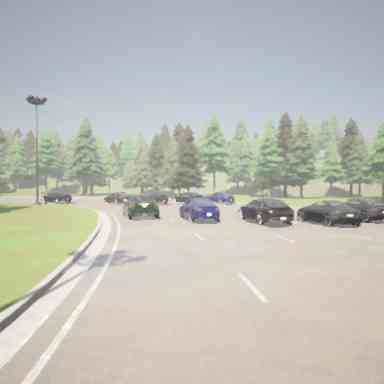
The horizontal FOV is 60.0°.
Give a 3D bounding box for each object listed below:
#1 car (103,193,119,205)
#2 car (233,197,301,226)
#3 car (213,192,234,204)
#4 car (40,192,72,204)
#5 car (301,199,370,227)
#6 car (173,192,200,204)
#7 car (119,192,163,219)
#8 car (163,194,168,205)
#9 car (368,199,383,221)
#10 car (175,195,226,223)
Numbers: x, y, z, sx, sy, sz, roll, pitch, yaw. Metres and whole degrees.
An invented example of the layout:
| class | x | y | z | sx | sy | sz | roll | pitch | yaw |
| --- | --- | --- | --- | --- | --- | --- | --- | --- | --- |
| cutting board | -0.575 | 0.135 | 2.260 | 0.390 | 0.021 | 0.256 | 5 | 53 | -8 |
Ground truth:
| class | x | y | z | sx | sy | sz | roll | pitch | yaw |
| --- | --- | --- | --- | --- | --- | --- | --- | --- | --- |
| car | -9.056 | 0.807 | 40.385 | 1.812 | 1.442 | 4.674 | -1 | 1 | -42 |
| car | 4.406 | 1.139 | 20.368 | 1.837 | 1.490 | 4.892 | 0 | 1 | -13 |
| car | 3.440 | 0.779 | 41.734 | 1.812 | 1.442 | 4.674 | 0 | 1 | -33 |
| car | -17.704 | 0.735 | 43.271 | 4.892 | 1.490 | 1.837 | 0 | 0 | 32 |
| car | 8.079 | 1.206 | 19.854 | 1.994 | 1.385 | 4.181 | 0 | 1 | -12 |
| car | -0.566 | 0.767 | 41.225 | 1.837 | 1.490 | 4.892 | 0 | 0 | -35 |
| car | -3.782 | 0.921 | 24.073 | 2.097 | 1.767 | 4.553 | 0 | 1 | -17 |
| car | -4.780 | 0.777 | 40.731 | 1.837 | 1.490 | 4.892 | 0 | 0 | -38 |
| car | 11.188 | 1.167 | 21.948 | 1.994 | 1.385 | 4.181 | 0 | 1 | -13 |
| car | 0.435 | 1.133 | 21.898 | 1.812 | 1.442 | 4.674 | 0 | 1 | -15 |
